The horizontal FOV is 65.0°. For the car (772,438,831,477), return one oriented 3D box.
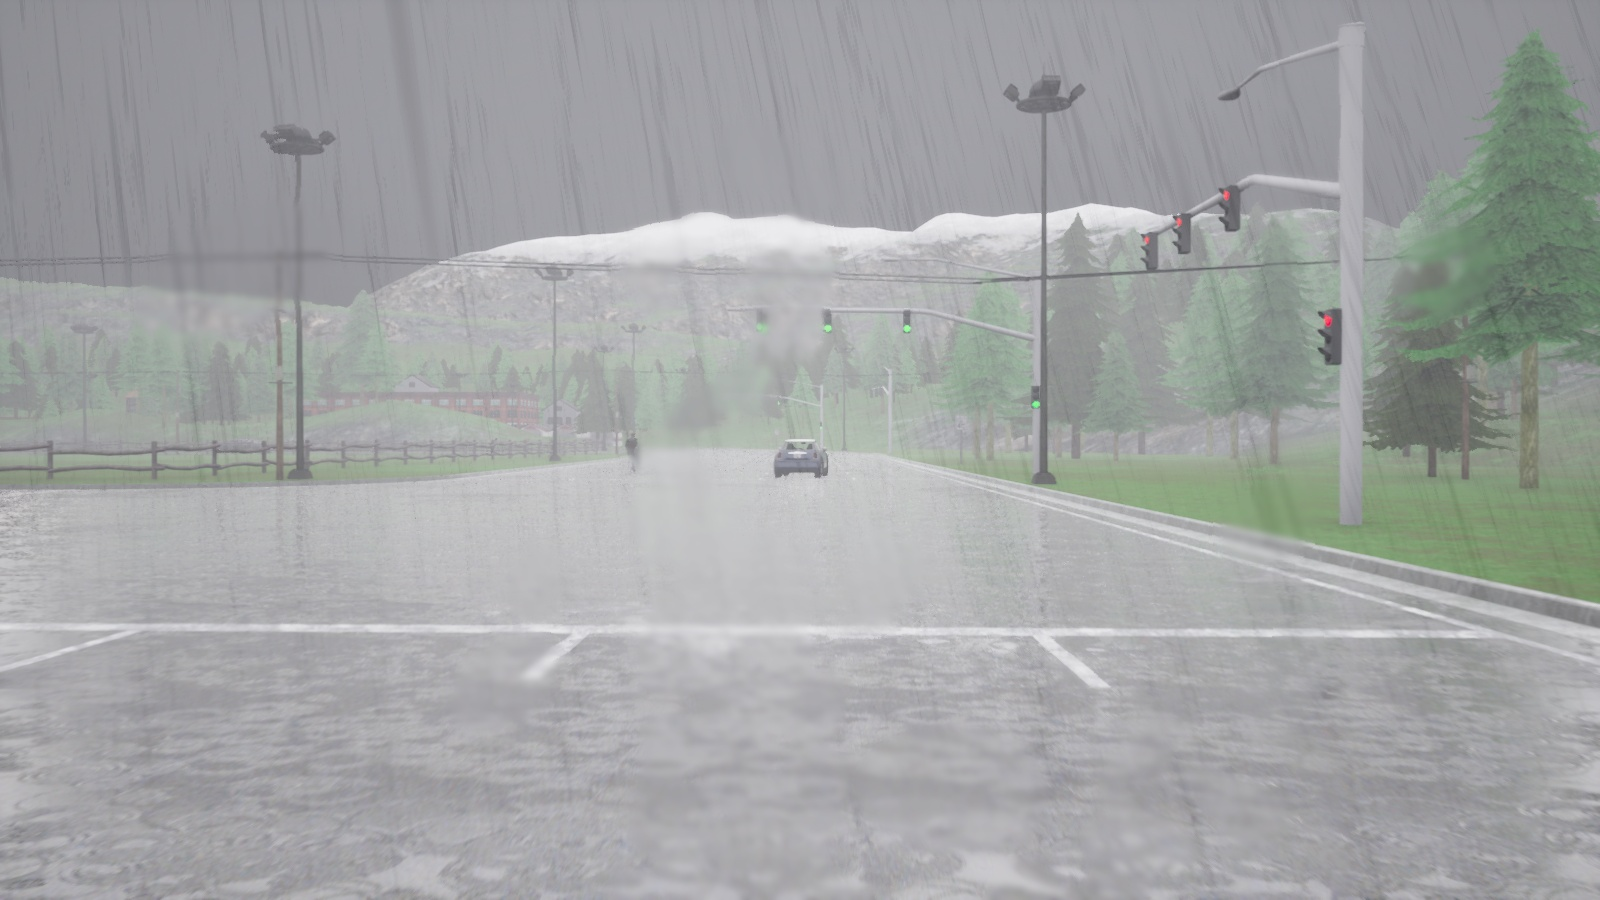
[{"bbox_3d":[0.090,0.275,49.730,1.970,1.475,3.806,0,1,6],"label":"car"}]
